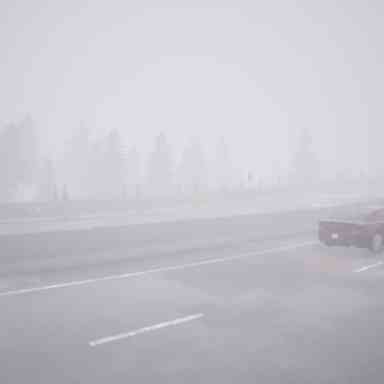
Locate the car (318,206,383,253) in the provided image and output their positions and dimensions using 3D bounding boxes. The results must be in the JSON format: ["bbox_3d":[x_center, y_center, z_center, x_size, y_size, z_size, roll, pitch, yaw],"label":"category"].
[{"bbox_3d":[7.037,1.278,13.070,5.008,1.535,1.882,-3,2,-35],"label":"car"}]
